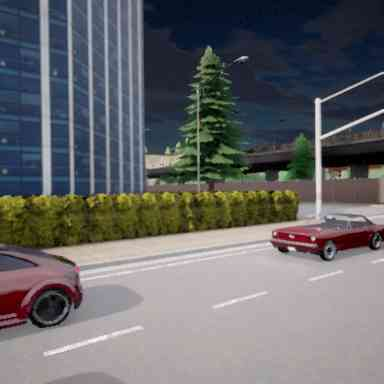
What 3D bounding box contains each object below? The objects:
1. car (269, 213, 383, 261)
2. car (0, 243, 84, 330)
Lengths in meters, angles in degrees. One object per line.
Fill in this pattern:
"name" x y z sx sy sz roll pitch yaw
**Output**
"car" 4.909 1.432 11.670 4.718 1.301 1.895 -1 1 -35
"car" -3.984 1.567 5.388 4.181 1.385 1.994 -1 1 -36
